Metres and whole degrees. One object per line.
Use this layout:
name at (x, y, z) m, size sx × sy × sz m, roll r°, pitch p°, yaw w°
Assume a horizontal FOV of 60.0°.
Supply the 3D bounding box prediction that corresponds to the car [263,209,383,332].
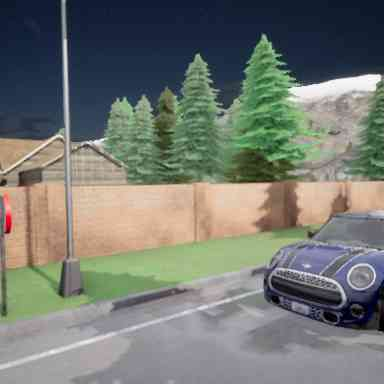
car at (3.507, 1.185, 6.584) m, size 4.553 × 1.767 × 2.097 m, roll -2°, pitch 1°, yaw -36°
